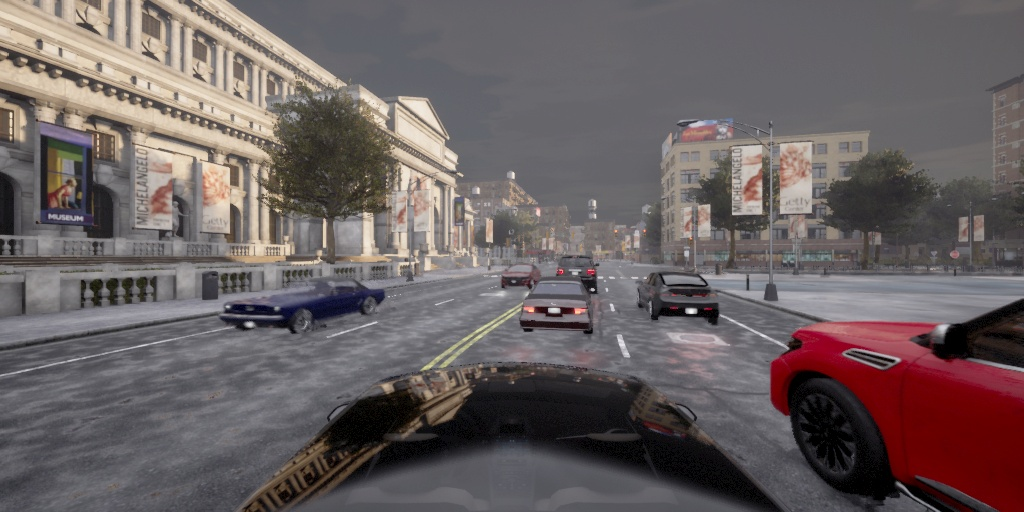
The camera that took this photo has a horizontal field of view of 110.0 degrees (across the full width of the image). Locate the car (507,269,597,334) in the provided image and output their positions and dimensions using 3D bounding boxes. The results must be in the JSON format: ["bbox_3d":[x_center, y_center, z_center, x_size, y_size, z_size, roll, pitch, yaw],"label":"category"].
[{"bbox_3d":[1.463,1.297,10.700,2.033,1.411,5.357,0,0,11],"label":"car"}]

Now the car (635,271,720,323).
[{"bbox_3d":[5.455,1.256,12.245,1.837,1.490,4.892,0,0,12],"label":"car"}]

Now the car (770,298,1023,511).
[{"bbox_3d":[3.749,0.971,1.347,2.150,2.045,5.566,0,0,1],"label":"car"}]

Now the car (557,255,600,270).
[{"bbox_3d":[3.801,0.971,20.677,2.150,2.045,5.566,0,0,13],"label":"car"}]

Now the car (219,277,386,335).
[{"bbox_3d":[-5.894,1.351,10.831,1.895,1.301,4.718,0,0,12],"label":"car"}]

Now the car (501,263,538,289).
[{"bbox_3d":[0.689,1.230,23.195,1.882,1.535,5.008,0,0,14],"label":"car"}]
